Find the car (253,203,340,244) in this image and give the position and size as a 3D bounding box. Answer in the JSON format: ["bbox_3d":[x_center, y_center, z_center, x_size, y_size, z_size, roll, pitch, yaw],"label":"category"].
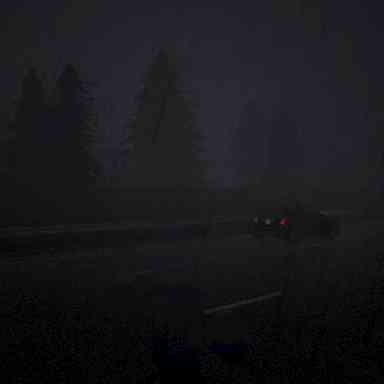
[{"bbox_3d":[5.089,1.362,15.968,4.553,1.767,2.097,0,0,-35],"label":"car"}]
